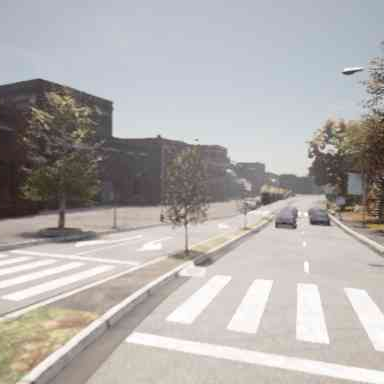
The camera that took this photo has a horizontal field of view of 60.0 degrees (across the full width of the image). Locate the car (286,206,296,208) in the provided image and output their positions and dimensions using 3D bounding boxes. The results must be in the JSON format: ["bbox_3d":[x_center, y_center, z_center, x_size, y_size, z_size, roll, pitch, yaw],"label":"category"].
[{"bbox_3d":[13.400,2.645,45.209,2.033,1.411,5.357,1,0,19],"label":"car"}]

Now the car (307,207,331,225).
[{"bbox_3d":[13.504,2.693,35.240,1.994,1.385,4.181,1,0,18],"label":"car"}]

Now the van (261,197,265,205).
[{"bbox_3d":[14.460,2.272,74.518,1.878,1.987,4.442,1,0,18],"label":"van"}]

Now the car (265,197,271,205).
[{"bbox_3d":[18.004,2.264,85.122,2.435,2.045,5.566,1,0,18],"label":"car"}]

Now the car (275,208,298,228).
[{"bbox_3d":[8.954,2.556,31.640,2.033,1.411,5.357,1,-1,19],"label":"car"}]

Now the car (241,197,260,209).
[{"bbox_3d":[10.972,2.216,64.080,2.435,2.045,5.566,1,0,18],"label":"car"}]

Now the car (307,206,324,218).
[{"bbox_3d":[16.987,2.739,45.877,1.994,1.385,4.181,1,0,18],"label":"car"}]
